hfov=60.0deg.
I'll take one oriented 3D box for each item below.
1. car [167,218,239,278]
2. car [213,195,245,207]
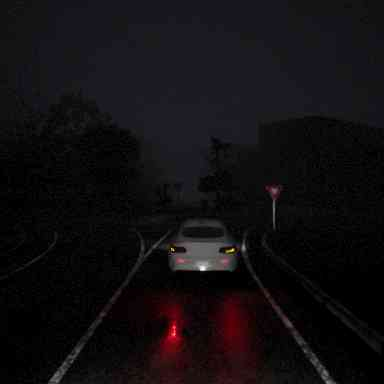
[{"bbox_3d":[0.331,1.493,9.974,1.812,1.442,4.674,0,0,2],"label":"car"},{"bbox_3d":[5.005,1.200,45.537,1.882,1.535,5.008,-2,1,-40],"label":"car"}]
